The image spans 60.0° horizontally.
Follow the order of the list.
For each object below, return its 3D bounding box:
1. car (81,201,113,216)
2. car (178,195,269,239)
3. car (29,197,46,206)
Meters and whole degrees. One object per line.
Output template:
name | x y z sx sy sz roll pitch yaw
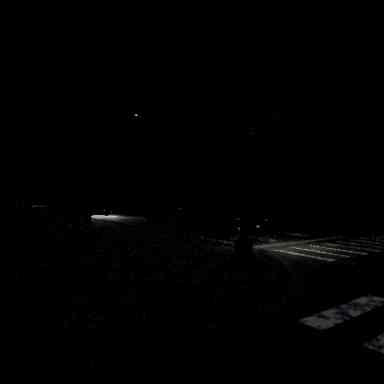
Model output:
car | -9.274 1.526 32.352 1.994 1.385 4.181 1 0 -36
car | 1.409 1.208 17.444 2.150 2.045 5.566 1 0 -36
car | -25.887 1.519 55.547 2.033 1.411 5.357 1 0 -36
